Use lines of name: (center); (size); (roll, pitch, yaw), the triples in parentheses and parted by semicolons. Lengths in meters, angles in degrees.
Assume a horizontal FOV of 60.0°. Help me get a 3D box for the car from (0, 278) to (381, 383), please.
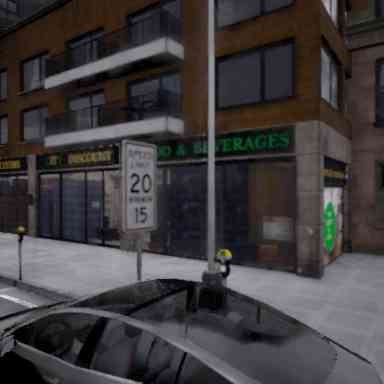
car: (-0.580, 1.562, 3.217); (4.313, 1.339, 1.947); (0, 0, 35)
